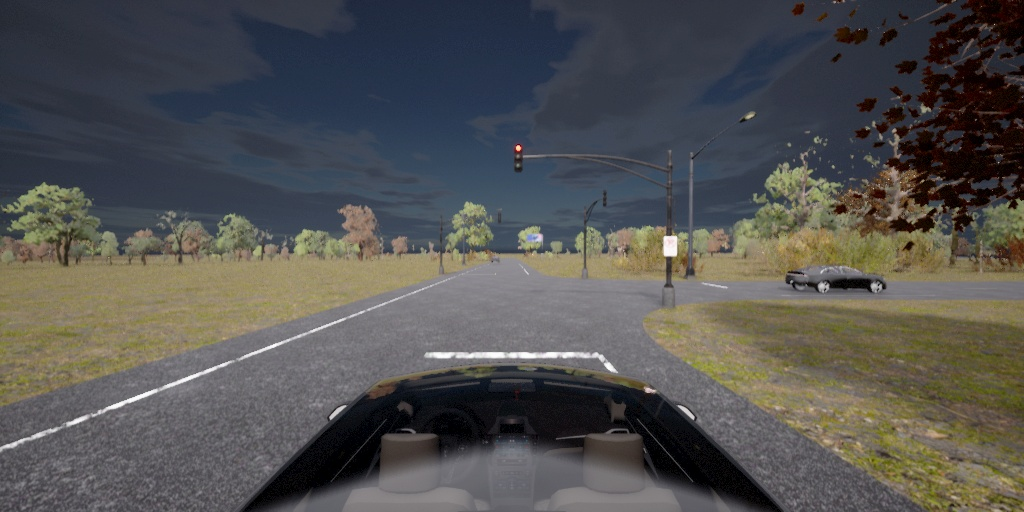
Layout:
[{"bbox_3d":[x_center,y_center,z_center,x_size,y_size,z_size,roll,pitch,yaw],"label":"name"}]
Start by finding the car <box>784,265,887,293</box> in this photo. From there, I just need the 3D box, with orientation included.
[{"bbox_3d":[18.327,1.277,20.373,4.902,1.511,2.128,0,1,0],"label":"car"}]
